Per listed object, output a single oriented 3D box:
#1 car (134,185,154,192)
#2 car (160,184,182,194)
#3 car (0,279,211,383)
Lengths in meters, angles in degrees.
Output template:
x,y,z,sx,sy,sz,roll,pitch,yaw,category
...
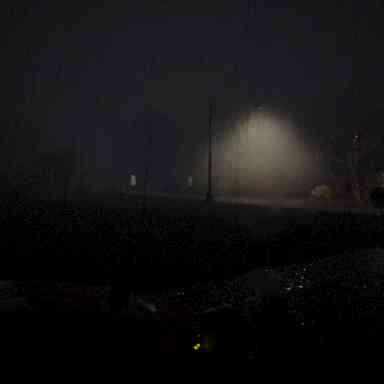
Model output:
x,y,z,sx,sy,sz,roll,pitch,yaw,category
-9.455,-0.707,65.676,2.033,1.411,5.357,0,2,-36,car
-3.609,-0.581,57.515,2.097,1.767,4.553,0,2,-36,car
-1.978,1.528,2.462,4.674,1.442,1.812,-1,0,-35,car
